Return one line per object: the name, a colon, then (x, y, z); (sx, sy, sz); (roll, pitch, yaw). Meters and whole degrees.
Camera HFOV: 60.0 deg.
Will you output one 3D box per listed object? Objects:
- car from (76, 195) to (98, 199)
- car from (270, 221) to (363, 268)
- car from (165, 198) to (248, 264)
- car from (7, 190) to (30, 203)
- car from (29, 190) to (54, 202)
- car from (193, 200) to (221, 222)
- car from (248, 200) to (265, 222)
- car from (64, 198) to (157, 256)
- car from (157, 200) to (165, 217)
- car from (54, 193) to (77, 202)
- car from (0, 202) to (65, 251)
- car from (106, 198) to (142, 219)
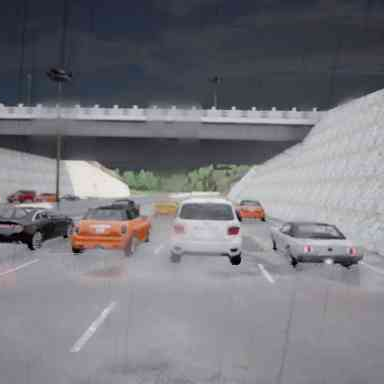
car: (-15.382, 1.267, 50.502); (1.895, 1.301, 4.718); (1, 0, 3)
car: (4.004, 1.679, 11.655); (1.895, 1.301, 4.718); (1, 0, 3)
car: (0.531, 1.230, 12.083); (2.150, 2.045, 5.566); (1, 0, 3)
car: (-25.849, 0.670, 50.939); (2.150, 2.045, 5.566); (1, 0, 3)
car: (-22.351, 0.875, 51.009); (2.097, 1.767, 4.553); (1, 0, 3)
car: (1.263, 1.508, 28.253); (2.128, 1.511, 4.902); (1, 0, 3)
car: (4.746, 1.439, 27.784); (2.097, 1.767, 4.553); (1, 0, 3)
car: (-2.925, 1.286, 13.094); (2.097, 1.767, 4.553); (1, 0, 3)
car: (-2.157, 1.423, 29.939); (1.882, 1.535, 5.008); (1, 0, 3)
car: (-18.834, 1.086, 51.452); (2.128, 1.511, 4.902); (1, 0, 3)
car: (-6.411, 1.355, 13.473); (2.128, 1.511, 4.902); (1, 0, 3)
car: (-5.725, 1.379, 28.634); (1.837, 1.490, 4.892); (1, 1, 3)
